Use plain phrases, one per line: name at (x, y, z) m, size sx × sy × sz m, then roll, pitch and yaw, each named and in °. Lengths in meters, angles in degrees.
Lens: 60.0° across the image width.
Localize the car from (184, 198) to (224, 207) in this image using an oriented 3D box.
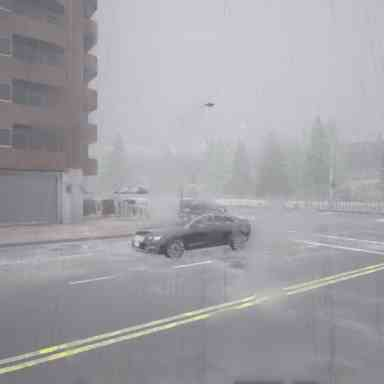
car at (1.552, 1.471, 33.302) m, size 1.812 × 1.442 × 4.674 m, roll 0°, pitch 0°, yaw -35°

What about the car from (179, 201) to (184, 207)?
car at (0.456, 1.492, 40.924) m, size 2.033 × 1.411 × 5.357 m, roll 0°, pitch 0°, yaw -35°

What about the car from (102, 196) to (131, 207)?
car at (-10.449, 1.298, 48.308) m, size 4.553 × 1.767 × 2.097 m, roll 0°, pitch 0°, yaw 38°

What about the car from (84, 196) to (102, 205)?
car at (-15.952, 1.470, 55.499) m, size 4.674 × 1.442 × 1.812 m, roll 0°, pitch 0°, yaw 21°

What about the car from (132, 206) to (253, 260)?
car at (0.147, 1.491, 12.612) m, size 4.902 × 1.511 × 2.128 m, roll 0°, pitch 0°, yaw -35°
